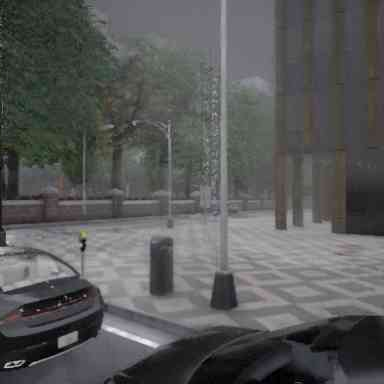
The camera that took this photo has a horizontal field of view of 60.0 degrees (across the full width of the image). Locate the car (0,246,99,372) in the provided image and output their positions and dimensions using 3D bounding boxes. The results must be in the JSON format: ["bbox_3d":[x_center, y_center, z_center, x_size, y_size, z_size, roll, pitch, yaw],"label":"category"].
[{"bbox_3d":[-3.275,1.547,5.300,4.403,1.369,2.008,0,0,36],"label":"car"}]

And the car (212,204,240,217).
[{"bbox_3d":[4.380,2.277,41.714,1.837,1.490,4.892,0,-1,35],"label":"car"}]

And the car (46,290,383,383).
[{"bbox_3d":[1.214,1.566,2.099,4.313,1.339,1.947,0,0,35],"label":"car"}]
